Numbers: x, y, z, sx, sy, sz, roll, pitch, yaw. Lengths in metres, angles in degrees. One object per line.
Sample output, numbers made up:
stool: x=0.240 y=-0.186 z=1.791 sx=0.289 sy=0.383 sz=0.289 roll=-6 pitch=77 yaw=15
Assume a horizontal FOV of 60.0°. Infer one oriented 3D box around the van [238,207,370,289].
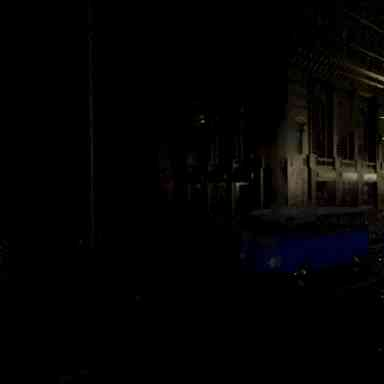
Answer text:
van: x=3.050 y=1.314 z=8.819 sx=3.998 sy=1.788 sz=1.690 roll=0 pitch=0 yaw=-35
